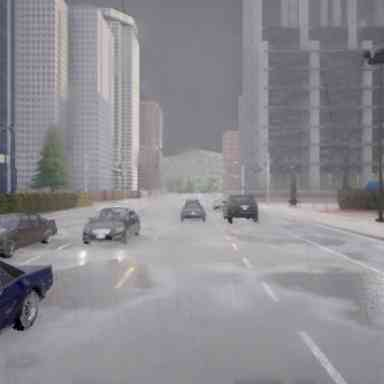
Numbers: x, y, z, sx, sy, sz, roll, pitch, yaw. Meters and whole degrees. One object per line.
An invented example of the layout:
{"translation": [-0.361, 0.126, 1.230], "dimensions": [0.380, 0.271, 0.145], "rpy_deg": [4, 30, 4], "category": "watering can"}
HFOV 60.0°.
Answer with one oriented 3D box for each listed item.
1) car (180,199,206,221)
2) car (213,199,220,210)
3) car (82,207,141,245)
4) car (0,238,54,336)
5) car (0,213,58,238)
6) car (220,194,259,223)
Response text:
{"translation": [0.103, 1.533, 26.658], "dimensions": [1.994, 1.385, 4.181], "rpy_deg": [0, 0, 0], "category": "car"}
{"translation": [3.577, 1.551, 41.546], "dimensions": [1.895, 1.301, 4.718], "rpy_deg": [0, 0, 0], "category": "car"}
{"translation": [-3.564, 1.474, 15.486], "dimensions": [2.128, 1.511, 4.902], "rpy_deg": [0, 0, 0], "category": "car"}
{"translation": [-3.576, 1.596, 4.136], "dimensions": [1.895, 1.301, 4.718], "rpy_deg": [0, 0, 0], "category": "car"}
{"translation": [-7.072, 1.532, 12.986], "dimensions": [2.033, 1.411, 5.357], "rpy_deg": [0, 0, 0], "category": "car"}
{"translation": [3.602, 1.192, 25.183], "dimensions": [2.150, 2.045, 5.566], "rpy_deg": [0, 0, 0], "category": "car"}
